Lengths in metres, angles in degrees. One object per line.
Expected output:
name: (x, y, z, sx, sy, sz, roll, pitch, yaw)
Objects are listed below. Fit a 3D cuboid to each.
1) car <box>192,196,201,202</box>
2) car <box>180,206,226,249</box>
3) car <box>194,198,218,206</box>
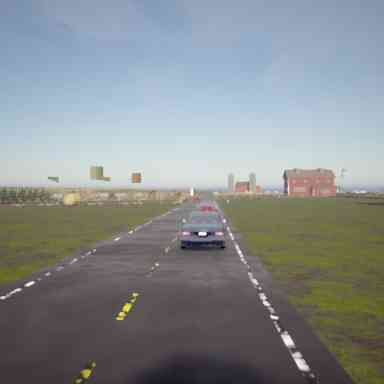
car: (1.092, 1.512, 75.830, 1.895, 1.301, 4.718, 0, 0, 3)
car: (0.515, 1.559, 14.552, 2.033, 1.411, 5.357, 0, 0, 3)
car: (1.330, 1.521, 29.530, 1.812, 1.442, 4.674, 0, 0, 3)
